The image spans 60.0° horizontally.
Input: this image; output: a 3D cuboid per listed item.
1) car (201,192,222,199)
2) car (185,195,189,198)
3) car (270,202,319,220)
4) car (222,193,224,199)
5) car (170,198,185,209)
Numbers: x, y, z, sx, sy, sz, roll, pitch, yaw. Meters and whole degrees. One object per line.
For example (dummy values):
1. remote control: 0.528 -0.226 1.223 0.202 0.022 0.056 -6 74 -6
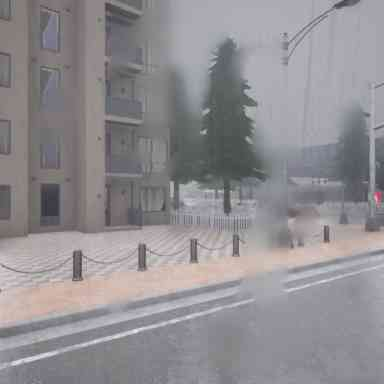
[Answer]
1. car: 5.411 1.113 92.661 1.932 1.855 4.605 0 0 -37
2. car: -3.246 1.563 50.381 2.033 1.411 5.357 0 0 -37
3. car: 8.670 1.578 28.540 1.994 1.385 4.181 0 0 -37
4. car: 7.498 1.092 94.724 1.905 1.878 3.866 0 0 -37
5. car: -3.300 1.580 44.430 1.994 1.385 4.181 0 0 -37
